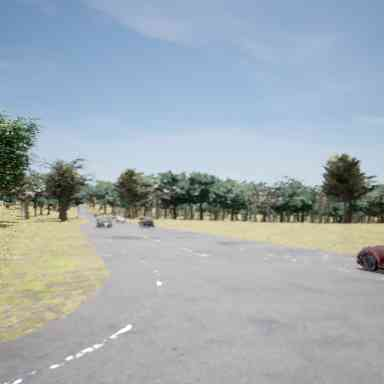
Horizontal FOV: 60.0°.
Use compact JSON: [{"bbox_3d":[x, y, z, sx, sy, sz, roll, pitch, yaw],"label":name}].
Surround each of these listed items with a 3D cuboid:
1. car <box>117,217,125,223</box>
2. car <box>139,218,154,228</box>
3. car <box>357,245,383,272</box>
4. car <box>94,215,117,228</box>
[{"bbox_3d":[-17.818,6.833,82.567,1.812,1.442,4.674,3,-4,-20],"label":"car"},{"bbox_3d":[-7.403,5.017,54.027,1.837,1.490,4.892,3,-5,-20],"label":"car"},{"bbox_3d":[8.031,2.285,11.739,1.994,1.385,4.181,3,-4,-20],"label":"car"},{"bbox_3d":[-12.559,4.425,47.815,2.128,1.511,4.902,3,-4,-20],"label":"car"}]
